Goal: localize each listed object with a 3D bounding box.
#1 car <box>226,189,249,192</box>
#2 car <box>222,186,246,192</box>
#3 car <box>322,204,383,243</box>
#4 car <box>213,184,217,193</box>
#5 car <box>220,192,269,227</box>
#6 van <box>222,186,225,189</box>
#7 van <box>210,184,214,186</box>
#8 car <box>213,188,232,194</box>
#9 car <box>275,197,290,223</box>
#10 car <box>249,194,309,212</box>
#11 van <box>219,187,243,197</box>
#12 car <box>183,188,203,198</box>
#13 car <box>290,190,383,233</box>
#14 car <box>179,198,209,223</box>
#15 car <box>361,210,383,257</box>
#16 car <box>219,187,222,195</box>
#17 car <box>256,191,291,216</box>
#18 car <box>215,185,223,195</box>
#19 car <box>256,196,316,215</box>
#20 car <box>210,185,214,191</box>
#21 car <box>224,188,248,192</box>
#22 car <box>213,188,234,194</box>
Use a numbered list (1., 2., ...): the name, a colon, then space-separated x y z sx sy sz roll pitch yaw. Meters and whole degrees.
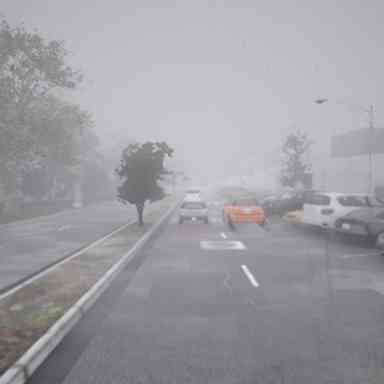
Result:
1. car: 8.054 0.645 49.551 4.792 1.488 2.163 0 2 -20
2. car: 8.052 0.350 55.536 4.553 1.767 2.185 0 1 -20
3. car: 8.098 1.384 13.555 4.792 1.488 2.163 1 1 -20
4. car: 8.112 -0.126 70.469 5.566 2.045 2.435 0 1 -20
5. car: 3.104 1.110 20.828 2.097 1.767 4.553 0 1 0
6. van: 8.192 0.180 58.568 4.442 1.987 1.878 0 1 -20
7. van: 7.982 -0.713 91.288 4.442 1.987 1.878 0 3 -20
8. car: 8.081 -0.348 88.366 4.674 1.452 2.002 0 2 -20
9. car: 7.902 1.263 19.481 5.366 1.575 1.946 0 1 -20
10. car: 8.248 1.033 31.625 5.366 1.575 1.946 0 1 -20
11. van: 7.977 -0.031 67.427 4.442 1.987 1.878 0 2 -20
12. car: 0.109 0.572 40.049 2.150 2.045 5.566 0 1 0
13. car: 8.102 1.063 16.550 5.566 2.045 2.435 0 1 -20
14. car: 0.104 1.323 22.825 1.895 1.301 4.718 0 1 0
15. car: 8.074 1.434 10.530 4.674 1.452 2.002 1 1 -20
16. car: 8.075 0.337 61.512 4.892 1.521 2.231 0 1 -20
17. car: 8.052 0.912 25.529 5.566 2.045 2.435 0 2 -20
18. car: 8.060 0.014 64.474 5.566 2.045 2.435 0 2 -20
19. car: 8.080 1.139 28.554 4.674 1.452 2.002 0 2 -20
20. car: 7.913 -0.202 82.326 5.366 1.575 1.946 0 2 -20
21. car: 8.075 0.585 52.569 4.674 1.452 2.002 0 1 -20
22. car: 8.112 -0.259 85.395 4.792 1.488 2.163 0 2 -20
